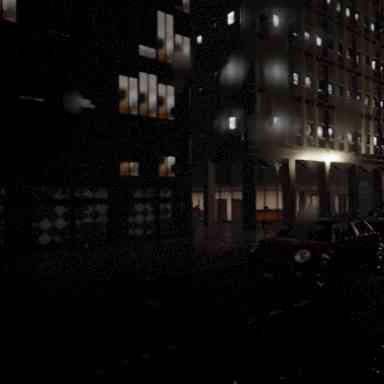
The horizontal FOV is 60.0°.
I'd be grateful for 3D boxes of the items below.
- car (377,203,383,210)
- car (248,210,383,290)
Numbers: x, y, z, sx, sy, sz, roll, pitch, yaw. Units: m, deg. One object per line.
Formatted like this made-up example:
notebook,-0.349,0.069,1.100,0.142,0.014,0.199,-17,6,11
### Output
car,8.015,1.223,12.332,5.009,1.841,2.192,-1,0,-36
car,3.412,1.421,9.015,4.097,1.590,1.967,-1,0,-36
